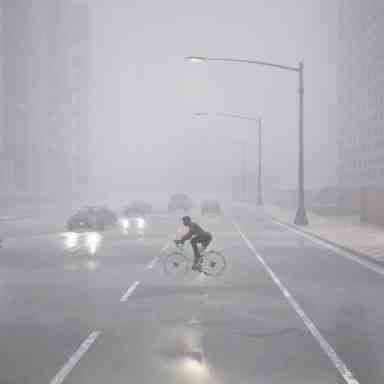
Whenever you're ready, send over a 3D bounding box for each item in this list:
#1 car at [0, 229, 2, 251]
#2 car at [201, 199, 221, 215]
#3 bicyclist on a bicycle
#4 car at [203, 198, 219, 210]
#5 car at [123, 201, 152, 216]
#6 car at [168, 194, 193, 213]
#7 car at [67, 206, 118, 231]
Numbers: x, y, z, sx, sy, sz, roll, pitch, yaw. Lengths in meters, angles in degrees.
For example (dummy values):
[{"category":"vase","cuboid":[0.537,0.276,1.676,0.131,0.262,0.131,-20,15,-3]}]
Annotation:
[{"category":"car","cuboid":[-6.766,1.222,7.503,2.150,2.045,5.566,0,0,3]},{"category":"car","cuboid":[1.902,1.491,33.360,2.128,1.511,4.902,0,0,3]},{"category":"bicyclist on a bicycle","cuboid":[0.045,1.454,8.777,1.656,1.620,0.582,-2,0,3]},{"category":"car","cuboid":[2.541,1.564,44.721,1.994,1.385,4.181,0,0,3]},{"category":"car","cuboid":[-5.294,1.601,32.764,1.895,1.301,4.718,0,0,4]},{"category":"car","cuboid":[-1.388,1.222,37.692,2.150,2.045,5.566,0,0,3]},{"category":"car","cuboid":[-5.996,1.564,20.379,1.994,1.385,4.181,0,0,4]}]
